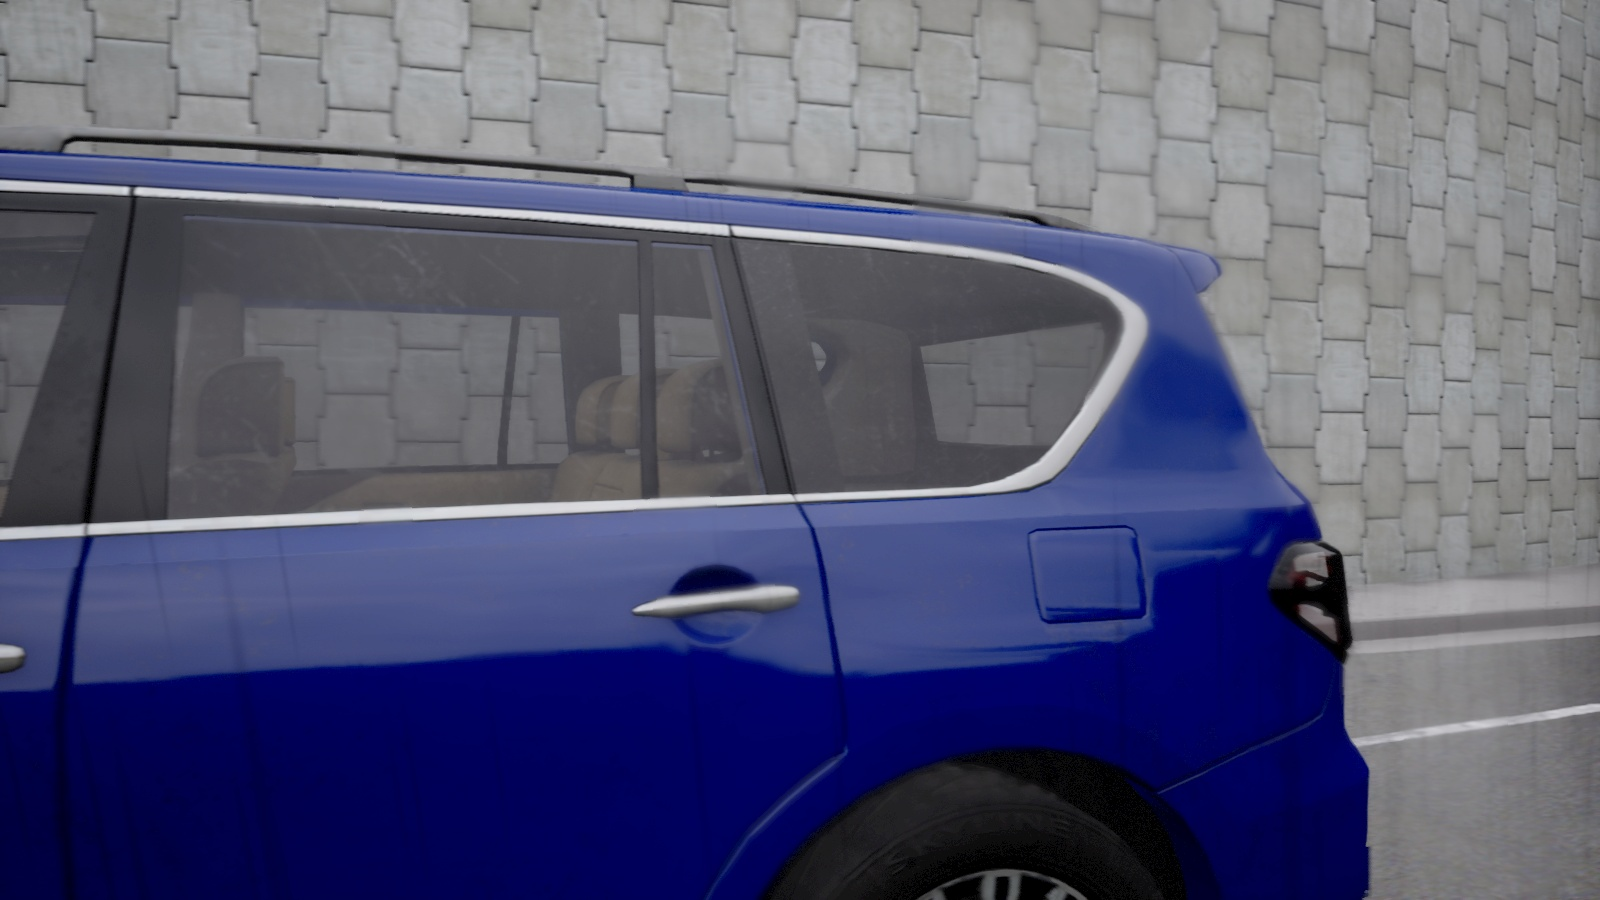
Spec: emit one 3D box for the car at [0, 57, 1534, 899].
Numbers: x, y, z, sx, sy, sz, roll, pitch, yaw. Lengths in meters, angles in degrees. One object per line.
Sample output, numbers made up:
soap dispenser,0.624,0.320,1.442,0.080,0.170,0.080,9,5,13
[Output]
car,-1.430,0.492,2.676,5.566,2.045,2.150,-1,1,-21
